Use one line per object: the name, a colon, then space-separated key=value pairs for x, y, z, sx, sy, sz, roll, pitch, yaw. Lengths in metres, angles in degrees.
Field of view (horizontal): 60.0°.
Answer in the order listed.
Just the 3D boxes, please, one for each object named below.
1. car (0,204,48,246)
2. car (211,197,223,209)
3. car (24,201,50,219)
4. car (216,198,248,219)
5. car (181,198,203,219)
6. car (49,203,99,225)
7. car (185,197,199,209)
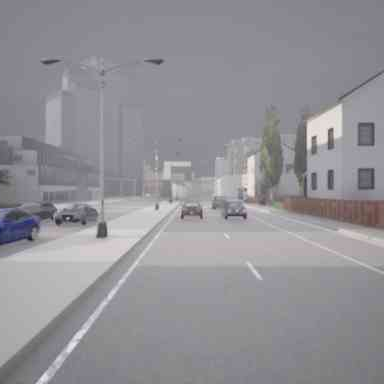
car: x=-8.086 y=1.460 z=13.699 sx=1.882 sy=1.535 sz=5.008 roll=0 pitch=0 yaw=0
car: x=3.553 y=1.436 z=43.486 sx=2.128 sy=1.511 sz=4.902 roll=0 pitch=0 yaw=0
car: x=-11.557 y=1.473 z=24.508 sx=1.837 sy=1.490 sz=4.892 roll=0 pitch=0 yaw=0
car: x=3.509 y=1.511 z=28.312 sx=2.033 sy=1.411 sz=5.357 roll=0 pitch=0 yaw=0
car: x=0.011 y=1.489 z=28.755 sx=1.812 sy=1.442 sz=4.674 roll=0 pitch=0 yaw=1
car: x=-8.049 y=1.534 z=23.598 sx=1.994 sy=1.385 sz=4.181 roll=0 pitch=0 yaw=1
car: x=0.060 y=1.468 z=44.635 sx=1.812 sy=1.442 sz=4.674 roll=0 pitch=0 yaw=0
